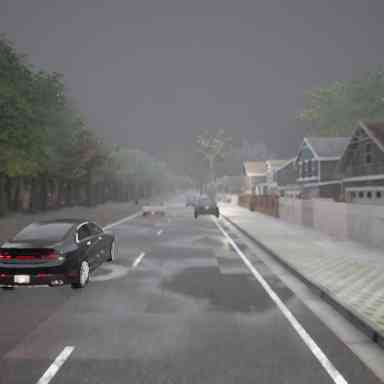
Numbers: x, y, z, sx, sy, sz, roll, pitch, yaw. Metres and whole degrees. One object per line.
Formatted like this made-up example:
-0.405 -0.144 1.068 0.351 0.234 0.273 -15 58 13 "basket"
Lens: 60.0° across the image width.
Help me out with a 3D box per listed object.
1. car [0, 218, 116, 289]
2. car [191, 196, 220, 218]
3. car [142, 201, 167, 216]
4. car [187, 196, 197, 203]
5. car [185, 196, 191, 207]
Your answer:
-3.398 1.482 9.083 1.837 1.490 4.892 0 0 0 "car"
1.227 1.287 29.196 2.097 1.767 4.553 0 0 0 "car"
-3.396 1.533 31.128 1.895 1.301 4.718 0 0 0 "car"
0.006 1.435 65.225 2.033 1.411 5.357 0 0 0 "car"
0.011 1.454 48.541 2.033 1.411 5.357 0 0 0 "car"
